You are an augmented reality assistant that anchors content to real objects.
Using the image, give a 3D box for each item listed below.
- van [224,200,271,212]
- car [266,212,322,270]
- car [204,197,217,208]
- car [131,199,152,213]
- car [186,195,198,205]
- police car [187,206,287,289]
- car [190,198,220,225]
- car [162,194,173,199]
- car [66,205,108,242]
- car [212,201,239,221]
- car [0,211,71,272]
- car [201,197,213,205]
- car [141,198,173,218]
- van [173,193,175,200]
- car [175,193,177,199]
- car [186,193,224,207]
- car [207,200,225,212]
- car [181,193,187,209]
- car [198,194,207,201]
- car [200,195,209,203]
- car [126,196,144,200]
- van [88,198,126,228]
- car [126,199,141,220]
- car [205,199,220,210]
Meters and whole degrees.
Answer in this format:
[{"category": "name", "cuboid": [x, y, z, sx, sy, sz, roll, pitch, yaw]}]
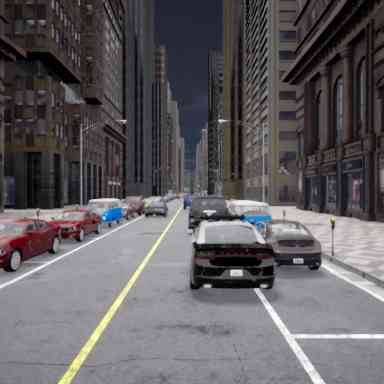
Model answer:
[{"category": "van", "cuboid": [2.748, 1.343, 16.413, 1.690, 1.788, 3.998, 0, 0, 0]}, {"category": "car", "cuboid": [2.753, 1.551, 10.794, 2.008, 1.369, 4.403, 0, 0, 0]}, {"category": "car", "cuboid": [2.716, 1.536, 50.296, 1.752, 1.417, 4.829, 0, 0, 0]}, {"category": "car", "cuboid": [-5.798, 1.532, 38.698, 1.752, 1.417, 4.829, 0, 0, 0]}, {"category": "car", "cuboid": [-0.054, 1.369, 58.802, 2.097, 1.767, 4.553, 0, 0, 0]}, {"category": "police car", "cuboid": [0.892, 1.426, 9.270, 1.930, 1.638, 5.238, 0, 0, 0]}, {"category": "car", "cuboid": [0.876, 1.355, 25.130, 2.097, 1.767, 4.553, 0, 0, 0]}, {"category": "car", "cuboid": [-5.829, 1.610, 72.578, 1.802, 1.307, 4.206, 0, 0, 0]}, {"category": "car", "cuboid": [-5.777, 1.546, 16.394, 1.887, 1.381, 4.507, 0, 0, 0]}, {"category": "car", "cuboid": [2.737, 1.530, 27.821, 1.752, 1.417, 4.829, 0, 0, 0]}, {"category": "car", "cuboid": [-5.772, 1.545, 10.776, 1.887, 1.381, 4.507, 0, 0, 0]}, {"category": "car", "cuboid": [2.706, 1.585, 61.364, 1.947, 1.339, 4.313, 0, 0, 0]}, {"category": "car", "cuboid": [-3.123, 1.552, 30.244, 2.033, 1.411, 5.357, 0, 0, 0]}, {"category": "van", "cuboid": [-5.840, 1.378, 83.815, 1.690, 1.788, 3.998, 0, 0, 0]}, {"category": "car", "cuboid": [-5.845, 1.587, 89.433, 1.887, 1.381, 4.507, 0, 0, 0]}, {"category": "car", "cuboid": [0.883, 1.226, 19.190, 2.150, 2.045, 5.566, 0, 0, 0]}, {"category": "car", "cuboid": [2.727, 1.589, 38.889, 1.802, 1.307, 4.206, 0, 0, 0]}, {"category": "car", "cuboid": [-0.031, 1.230, 44.440, 2.150, 2.045, 5.566, 0, 0, 0]}, {"category": "car", "cuboid": [2.685, 1.352, 83.839, 2.192, 1.841, 5.009, 0, 0, 0]}, {"category": "car", "cuboid": [2.696, 1.468, 72.601, 1.967, 1.590, 4.097, 0, 0, 0]}, {"category": "car", "cuboid": [-5.793, 1.321, 33.249, 2.192, 1.841, 5.009, 0, 0, 0]}, {"category": "van", "cuboid": [-5.782, 1.344, 22.013, 1.690, 1.788, 3.998, 0, 0, 0]}, {"category": "car", "cuboid": [-5.788, 1.555, 27.631, 2.008, 1.369, 4.403, 0, 0, 0]}, {"category": "car", "cuboid": [2.722, 1.590, 44.507, 1.802, 1.307, 4.206, 0, 0, 0]}]
